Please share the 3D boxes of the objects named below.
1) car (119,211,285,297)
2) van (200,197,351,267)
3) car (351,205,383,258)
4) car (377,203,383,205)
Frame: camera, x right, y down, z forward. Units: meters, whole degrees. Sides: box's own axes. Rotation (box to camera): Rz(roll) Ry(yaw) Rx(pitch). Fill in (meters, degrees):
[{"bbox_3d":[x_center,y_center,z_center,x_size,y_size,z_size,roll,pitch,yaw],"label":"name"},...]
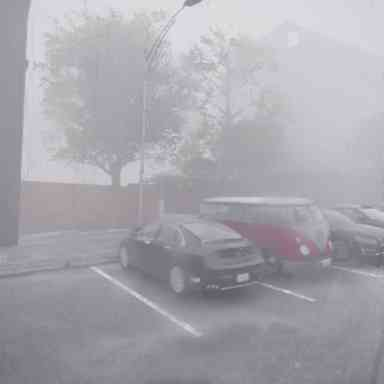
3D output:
[{"bbox_3d":[-0.321,1.415,8.586,2.231,1.521,4.892,0,0,-33],"label":"car"},{"bbox_3d":[2.079,1.142,10.038,1.878,1.987,4.442,-1,1,-33],"label":"van"},{"bbox_3d":[4.345,1.300,11.685,2.231,1.521,4.892,-2,1,-33],"label":"car"},{"bbox_3d":[6.675,1.264,13.220,2.002,1.452,4.674,-2,1,-33],"label":"car"}]
